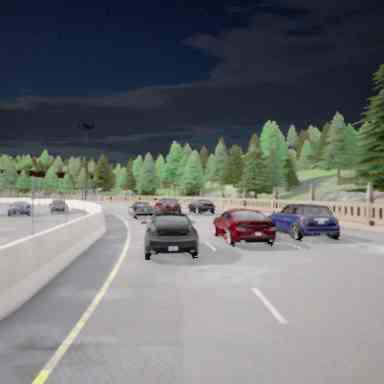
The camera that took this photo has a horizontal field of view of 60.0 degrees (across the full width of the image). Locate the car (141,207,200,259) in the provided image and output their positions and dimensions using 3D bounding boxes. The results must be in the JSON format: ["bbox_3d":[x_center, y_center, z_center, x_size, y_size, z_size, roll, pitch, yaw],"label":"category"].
[{"bbox_3d":[-0.882,1.540,12.874,1.837,1.490,4.892,0,0,-7],"label":"car"}]

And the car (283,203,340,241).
[{"bbox_3d":[5.542,1.389,17.130,2.097,1.767,4.553,0,0,-8],"label":"car"}]

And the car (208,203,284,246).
[{"bbox_3d":[2.266,1.515,15.577,1.882,1.535,5.008,0,0,-8],"label":"car"}]

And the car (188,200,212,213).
[{"bbox_3d":[0.924,1.597,35.617,1.837,1.490,4.892,0,0,-19],"label":"car"}]

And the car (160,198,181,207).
[{"bbox_3d":[-2.683,1.448,35.298,2.097,1.767,4.553,0,0,-19],"label":"car"}]

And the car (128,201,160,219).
[{"bbox_3d":[-4.671,1.634,30.481,2.033,1.411,5.357,0,0,-17],"label":"car"}]
